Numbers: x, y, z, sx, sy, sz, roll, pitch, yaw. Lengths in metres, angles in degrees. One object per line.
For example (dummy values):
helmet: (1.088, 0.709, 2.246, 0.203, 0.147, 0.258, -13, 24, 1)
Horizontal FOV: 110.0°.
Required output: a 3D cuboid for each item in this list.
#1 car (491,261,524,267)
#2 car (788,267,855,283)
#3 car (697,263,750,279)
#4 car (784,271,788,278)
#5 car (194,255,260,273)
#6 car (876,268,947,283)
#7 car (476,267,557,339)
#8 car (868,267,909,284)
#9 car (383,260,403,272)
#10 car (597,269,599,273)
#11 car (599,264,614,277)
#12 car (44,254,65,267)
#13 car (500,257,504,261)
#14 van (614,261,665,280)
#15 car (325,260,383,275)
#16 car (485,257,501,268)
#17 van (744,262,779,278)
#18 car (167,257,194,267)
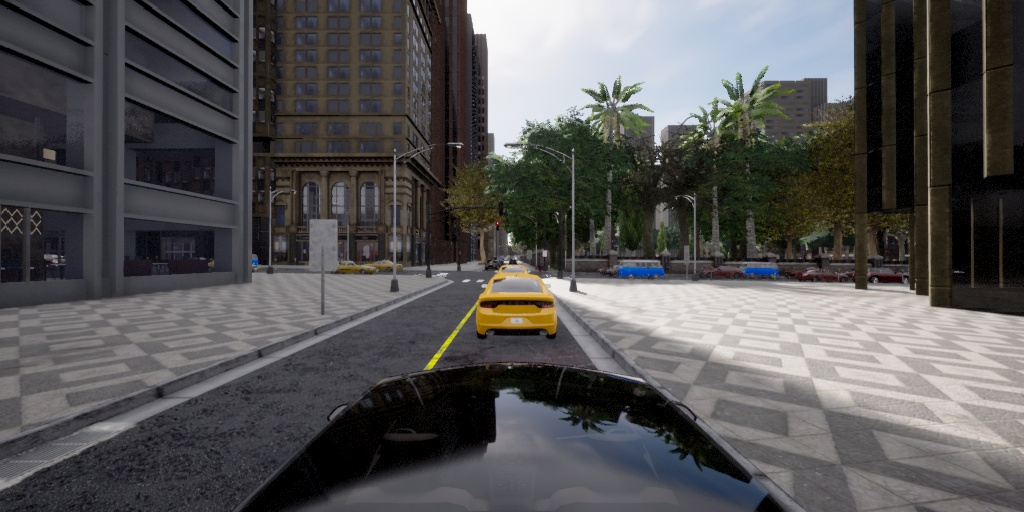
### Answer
car: (0.049, 1.234, 20.197, 1.882, 1.535, 5.008, 0, 0, 0)
car: (28.523, 1.829, 33.072, 4.207, 1.307, 1.802, 0, 0, 0)
car: (22.615, 1.708, 38.976, 4.674, 1.442, 1.812, 1, 0, 0)
car: (34.091, 1.932, 41.562, 4.507, 1.381, 1.888, 0, 0, 0)
car: (-26.304, 0.866, 33.433, 4.829, 1.417, 1.751, 0, 0, 0)
car: (43.138, 2.068, 38.778, 5.357, 1.411, 2.033, 1, 0, 1)
car: (0.115, 1.229, 10.136, 1.882, 1.535, 5.008, 0, 0, 0)
car: (34.047, 1.778, 33.036, 4.097, 1.591, 1.967, 0, 0, 0)
car: (-15.258, 1.100, 41.885, 4.829, 1.417, 1.751, 0, 0, 0)
car: (11.998, 1.604, 41.707, 4.207, 1.307, 1.802, 0, 0, 0)
car: (12.655, 1.565, 39.041, 5.357, 1.411, 2.033, 1, 0, 0)
car: (-43.486, 0.506, 33.545, 4.097, 1.591, 1.967, 0, 0, 0)
car: (-2.901, 1.361, 62.815, 1.812, 1.442, 4.674, 0, 0, 0)
van: (11.953, 1.314, 33.181, 3.998, 1.789, 1.690, 0, 0, 0)
car: (-14.964, 1.051, 33.358, 4.829, 1.417, 1.751, 0, 0, 0)
car: (-2.953, 1.311, 52.713, 1.837, 1.490, 4.892, 0, 0, 0)
van: (28.568, 1.636, 41.598, 3.998, 1.789, 1.690, 0, 0, 0)
car: (-37.767, 0.772, 42.033, 4.313, 1.339, 1.948, 0, 0, 0)
